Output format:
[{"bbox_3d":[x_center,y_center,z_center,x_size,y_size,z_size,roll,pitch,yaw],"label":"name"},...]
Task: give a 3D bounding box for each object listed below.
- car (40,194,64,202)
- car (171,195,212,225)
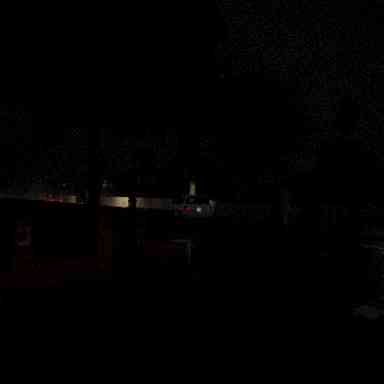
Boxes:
[{"bbox_3d":[-19.571,1.247,46.308,2.150,2.045,5.566,0,0,-36],"label":"car"},{"bbox_3d":[-0.089,1.237,24.613,2.150,2.045,5.566,0,0,-12],"label":"car"}]
